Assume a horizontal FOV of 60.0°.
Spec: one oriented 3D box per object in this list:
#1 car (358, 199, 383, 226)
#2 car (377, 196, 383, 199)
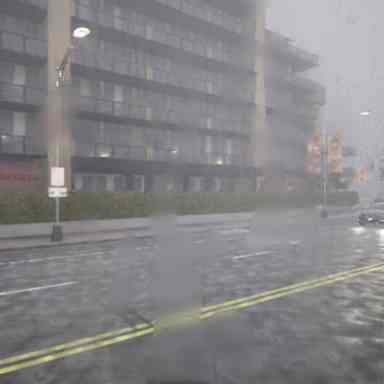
[{"bbox_3d":[12.966,1.480,22.452,4.892,1.490,1.837,0,0,-41],"label":"car"},{"bbox_3d":[33.968,1.456,58.406,1.837,1.490,4.892,1,0,6],"label":"car"}]
